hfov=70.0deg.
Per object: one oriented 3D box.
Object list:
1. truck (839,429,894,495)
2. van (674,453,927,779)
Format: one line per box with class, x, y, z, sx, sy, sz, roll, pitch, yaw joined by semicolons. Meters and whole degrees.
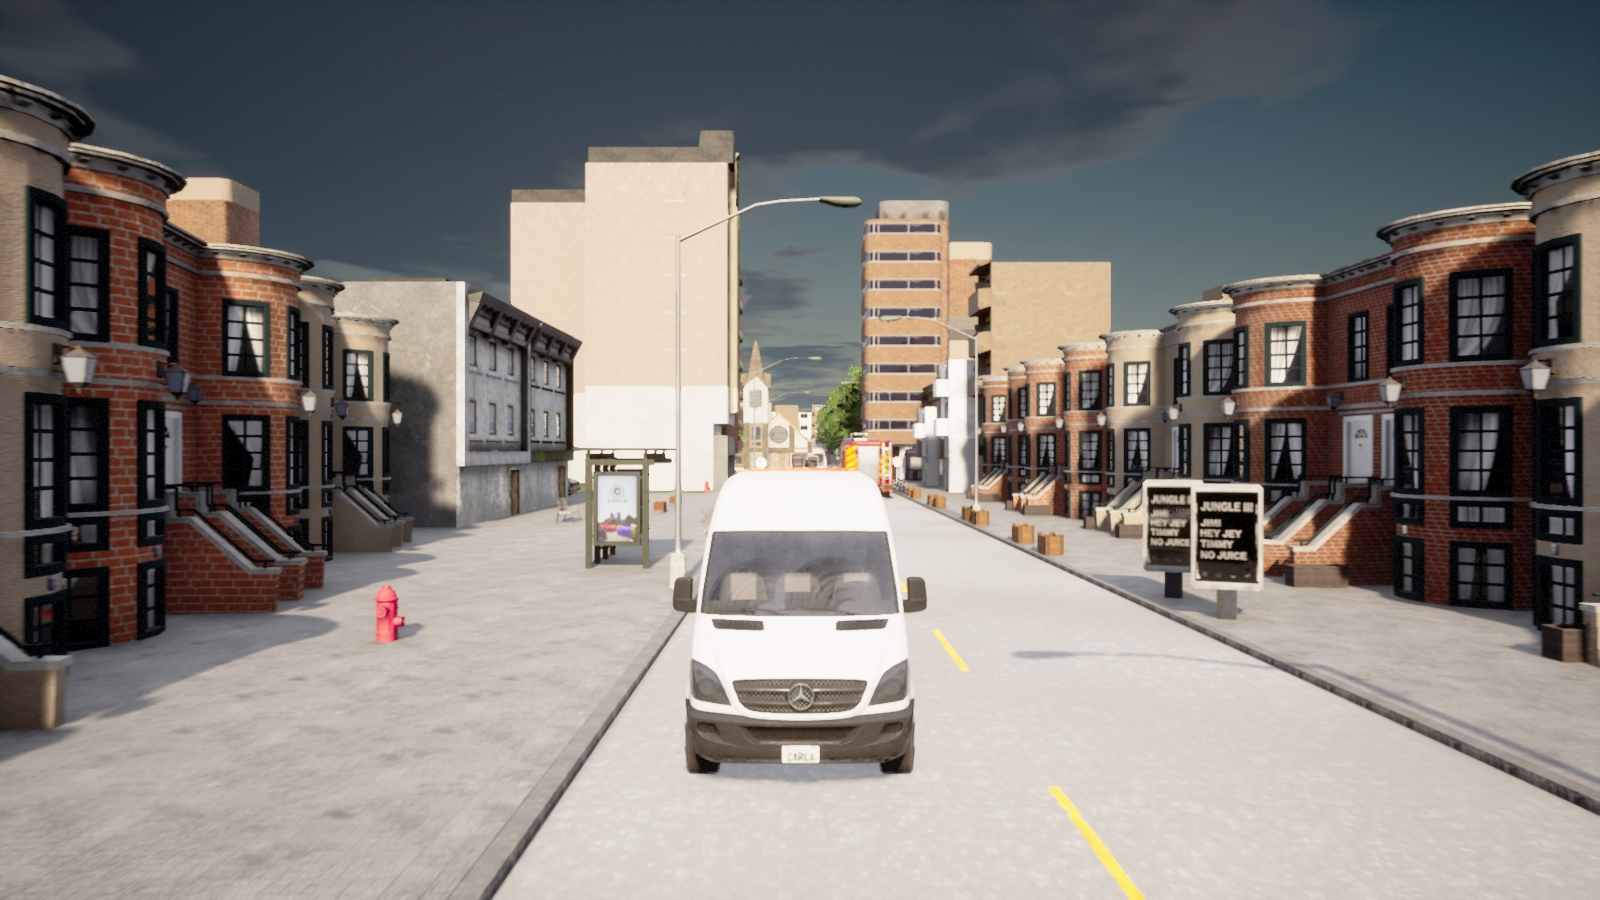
truck;3.983;0.663;70.522;2.891;3.827;8.468;0;0;0
van;0.007;1.314;11.935;1.988;2.561;5.915;0;0;0
